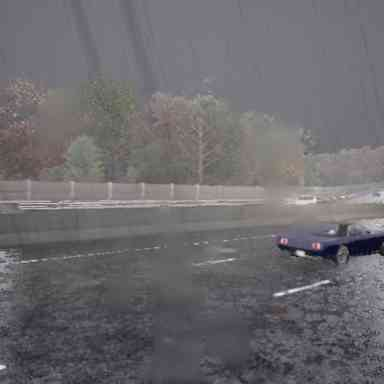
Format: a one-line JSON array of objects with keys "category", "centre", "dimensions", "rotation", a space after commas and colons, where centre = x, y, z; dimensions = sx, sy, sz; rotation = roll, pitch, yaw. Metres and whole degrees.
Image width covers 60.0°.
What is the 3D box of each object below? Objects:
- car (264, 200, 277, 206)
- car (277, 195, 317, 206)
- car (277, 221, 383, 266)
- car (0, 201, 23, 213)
[{"category": "car", "centre": [12.307, 1.834, 47.049], "dimensions": [4.718, 1.301, 1.895], "rotation": [1, 0, -35]}, {"category": "car", "centre": [14.365, 1.440, 44.217], "dimensions": [5.566, 2.045, 2.150], "rotation": [1, 0, -35]}, {"category": "car", "centre": [5.249, 1.665, 11.793], "dimensions": [4.718, 1.301, 1.895], "rotation": [0, 0, -36]}, {"category": "car", "centre": [-11.176, 1.358, 17.516], "dimensions": [4.553, 1.767, 2.097], "rotation": [0, 0, -35]}]
